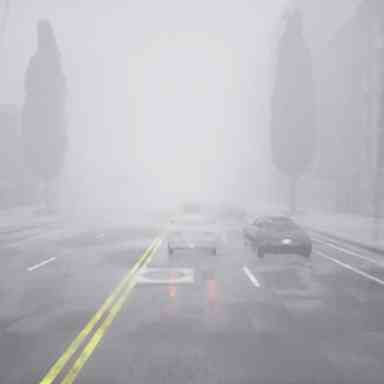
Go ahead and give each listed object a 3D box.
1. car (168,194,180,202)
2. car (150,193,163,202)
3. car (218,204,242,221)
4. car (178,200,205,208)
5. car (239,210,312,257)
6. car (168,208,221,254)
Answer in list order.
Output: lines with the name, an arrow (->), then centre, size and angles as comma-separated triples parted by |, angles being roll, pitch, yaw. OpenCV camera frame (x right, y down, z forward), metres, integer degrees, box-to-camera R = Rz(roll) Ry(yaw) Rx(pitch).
car -> -3.254, 1.114, 61.444 | 1.994, 1.385, 4.181 | 0, 1, 0
car -> -6.504, 1.057, 61.423 | 1.837, 1.490, 4.892 | 0, 1, 0
car -> 3.275, 1.691, 28.209 | 1.895, 1.301, 4.718 | 0, 0, 1
car -> 0.030, 1.595, 28.479 | 1.837, 1.490, 4.892 | 0, 1, 1
car -> 3.277, 1.666, 13.432 | 1.994, 1.385, 4.181 | 0, 0, 1
car -> 0.031, 1.629, 13.902 | 1.812, 1.442, 4.674 | 0, 0, 1
